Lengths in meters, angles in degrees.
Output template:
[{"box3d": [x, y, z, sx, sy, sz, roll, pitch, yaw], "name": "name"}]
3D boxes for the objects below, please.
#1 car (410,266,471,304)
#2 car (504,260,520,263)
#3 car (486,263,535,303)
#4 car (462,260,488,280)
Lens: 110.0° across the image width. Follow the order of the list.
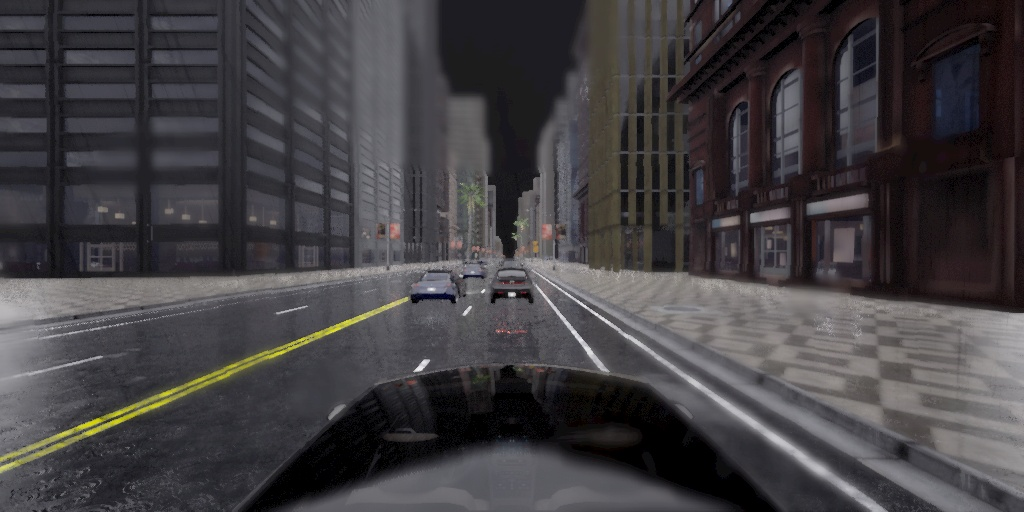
[{"box3d": [-3.250, 1.320, 16.501, 1.994, 1.385, 4.181, 0, 0, 0], "name": "car"}, {"box3d": [0.000, 1.115, 31.470, 2.097, 1.767, 4.553, 0, 0, 0], "name": "car"}, {"box3d": [0.000, 1.264, 16.500, 1.837, 1.490, 4.892, 0, 0, 0], "name": "car"}, {"box3d": [-3.250, 1.321, 31.500, 1.994, 1.385, 4.181, 0, 0, 0], "name": "car"}]
